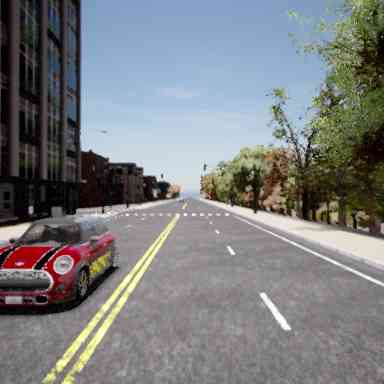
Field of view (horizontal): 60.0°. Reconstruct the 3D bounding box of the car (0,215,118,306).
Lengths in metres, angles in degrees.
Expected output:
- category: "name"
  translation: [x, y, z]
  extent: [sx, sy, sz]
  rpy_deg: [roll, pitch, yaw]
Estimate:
- category: "car"
  translation: [-3.353, 1.469, 8.518]
  extent: [2.097, 1.767, 4.553]
  rpy_deg: [0, -1, 0]
